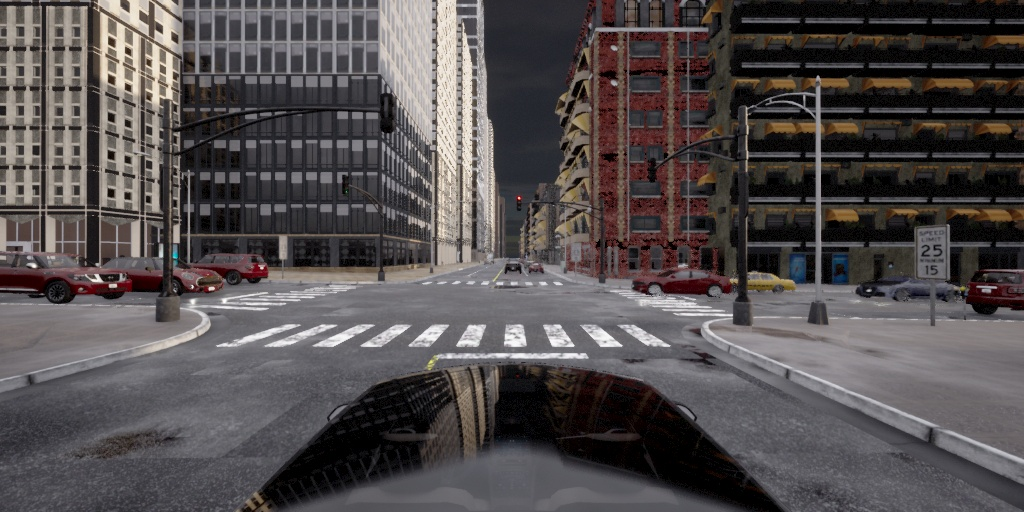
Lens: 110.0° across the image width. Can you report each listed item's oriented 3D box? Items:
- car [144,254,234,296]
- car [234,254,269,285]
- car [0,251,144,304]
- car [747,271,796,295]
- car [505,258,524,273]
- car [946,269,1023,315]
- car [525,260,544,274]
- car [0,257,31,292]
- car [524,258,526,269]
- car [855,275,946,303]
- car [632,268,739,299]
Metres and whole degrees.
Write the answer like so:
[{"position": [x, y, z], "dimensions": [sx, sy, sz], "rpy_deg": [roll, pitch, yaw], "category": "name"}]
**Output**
[{"position": [-15.722, 0.835, 16.082], "dimensions": [4.553, 1.767, 2.097], "rpy_deg": [1, 0, 0], "category": "car"}, {"position": [-17.680, 0.776, 21.856], "dimensions": [5.009, 1.841, 2.192], "rpy_deg": [0, 0, 0], "category": "car"}, {"position": [-17.558, 0.757, 13.477], "dimensions": [5.009, 1.841, 2.192], "rpy_deg": [0, 0, 0], "category": "car"}, {"position": [14.660, 1.587, 22.090], "dimensions": [4.829, 1.417, 1.751], "rpy_deg": [0, 0, 0], "category": "car"}, {"position": [0.148, 1.237, 43.196], "dimensions": [1.882, 1.535, 5.008], "rpy_deg": [0, 0, 0], "category": "car"}, {"position": [20.616, 1.461, 13.785], "dimensions": [5.009, 1.841, 2.192], "rpy_deg": [0, 0, 0], "category": "car"}, {"position": [2.800, 1.341, 41.805], "dimensions": [1.802, 1.307, 4.207], "rpy_deg": [0, 0, 0], "category": "car"}, {"position": [-25.291, 0.782, 16.015], "dimensions": [5.008, 1.535, 1.882], "rpy_deg": [1, 0, -1], "category": "car"}, {"position": [2.769, 1.317, 54.723], "dimensions": [2.007, 1.370, 4.403], "rpy_deg": [0, 0, 0], "category": "car"}, {"position": [21.442, 1.740, 19.549], "dimensions": [4.181, 1.385, 1.994], "rpy_deg": [1, 0, 0], "category": "car"}, {"position": [9.207, 1.430, 19.677], "dimensions": [5.008, 1.535, 1.882], "rpy_deg": [1, 0, 4], "category": "car"}]
